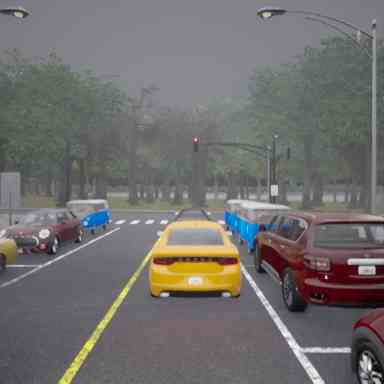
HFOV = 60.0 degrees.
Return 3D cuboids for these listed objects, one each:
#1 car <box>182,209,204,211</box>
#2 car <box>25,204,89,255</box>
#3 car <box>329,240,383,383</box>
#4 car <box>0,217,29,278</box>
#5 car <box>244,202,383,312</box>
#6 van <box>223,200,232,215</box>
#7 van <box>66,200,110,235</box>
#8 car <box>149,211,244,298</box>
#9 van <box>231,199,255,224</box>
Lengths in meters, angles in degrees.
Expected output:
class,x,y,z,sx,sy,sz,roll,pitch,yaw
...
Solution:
class,x,y,z,sx,sy,sz,roll,pitch,yaw
car,0.039,1.559,17.500,1.994,1.385,4.181,0,0,0
car,-5.779,1.436,13.051,1.967,1.590,4.097,0,0,0
car,2.759,1.439,2.186,1.967,1.590,4.097,0,0,0
car,-5.772,1.523,7.444,1.752,1.417,4.829,0,0,0
car,2.753,1.312,7.624,2.192,1.841,5.009,0,0,0
van,2.739,1.336,18.499,1.690,1.788,3.998,0,0,0
van,-5.786,1.335,18.489,1.690,1.788,3.998,0,0,0
car,0.076,1.475,8.578,1.882,1.535,5.008,0,0,0
van,2.746,1.337,13.061,1.690,1.788,3.998,0,0,0
